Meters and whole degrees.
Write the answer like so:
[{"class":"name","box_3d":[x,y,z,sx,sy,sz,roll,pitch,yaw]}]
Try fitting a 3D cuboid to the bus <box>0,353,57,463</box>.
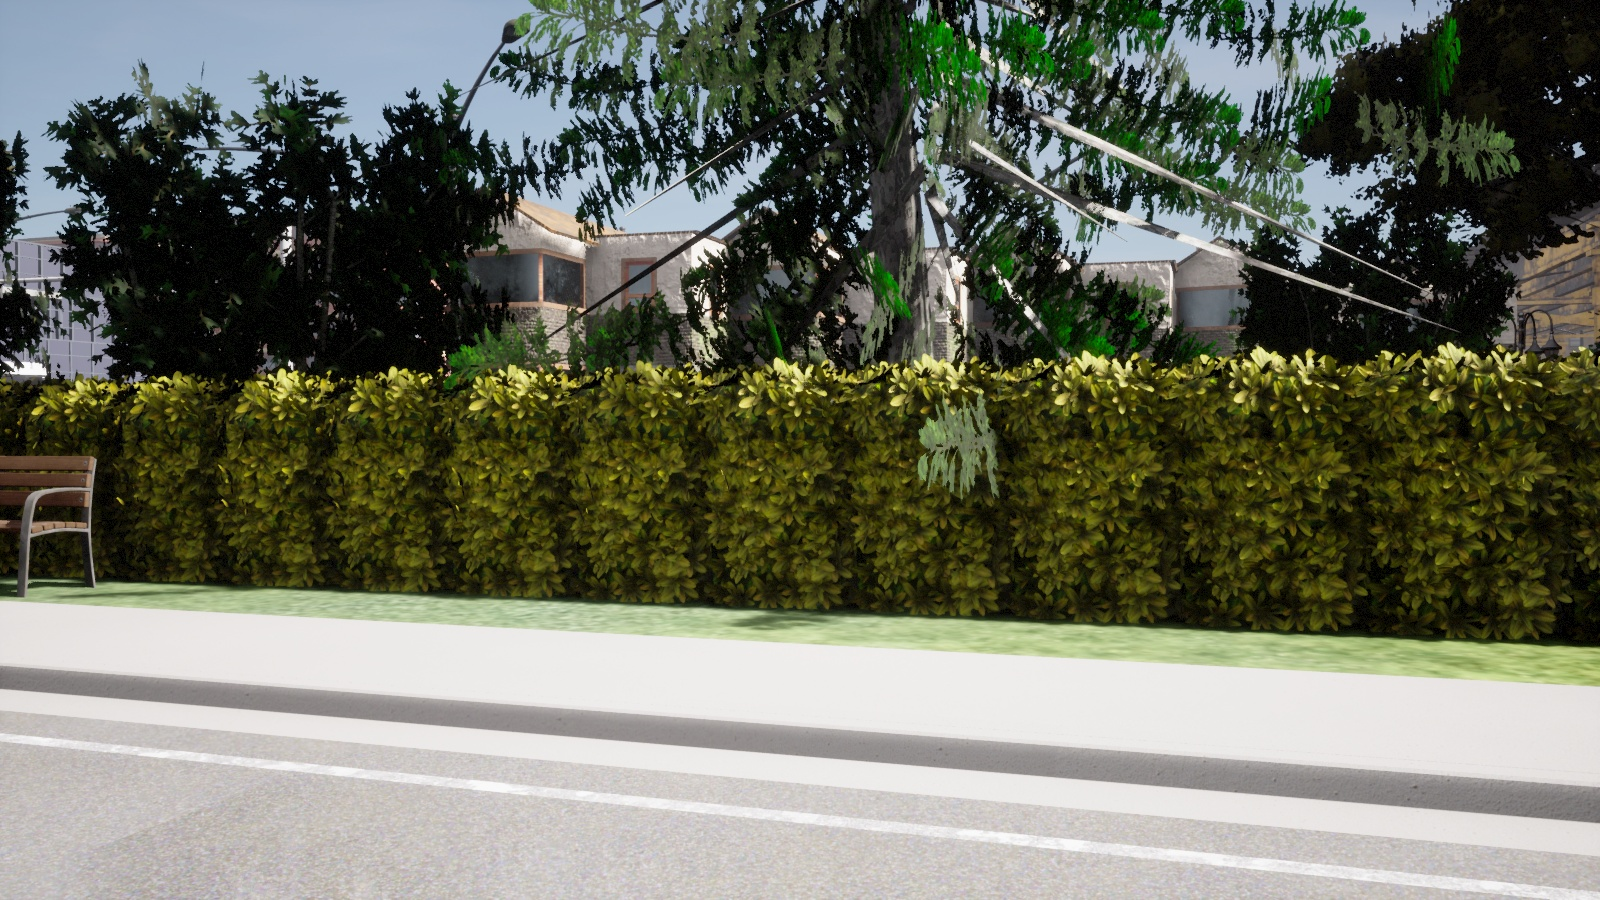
[{"class":"bus","box_3d":[-33.481,-1.546,46.389,3.944,4.253,10.273,1,2,18]}]
